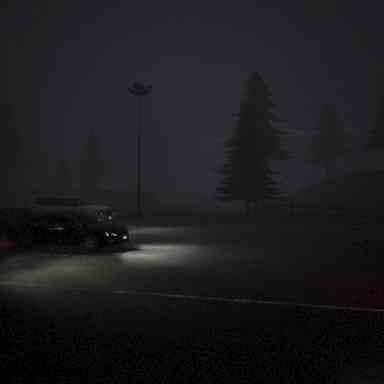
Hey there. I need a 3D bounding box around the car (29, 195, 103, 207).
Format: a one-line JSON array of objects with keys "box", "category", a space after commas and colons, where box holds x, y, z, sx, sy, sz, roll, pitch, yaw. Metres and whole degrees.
[{"box": [-7.801, 1.235, 21.244, 5.566, 2.045, 2.150, 0, 0, 12], "category": "car"}]

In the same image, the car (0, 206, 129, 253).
[{"box": [-4.993, 1.512, 13.506, 4.892, 1.490, 1.837, 0, 0, 12], "category": "car"}]

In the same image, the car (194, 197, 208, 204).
[{"box": [2.494, 1.812, 69.164, 2.033, 1.411, 5.357, 1, 0, -35], "category": "car"}]

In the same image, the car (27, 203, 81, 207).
[{"box": [-8.738, 1.519, 17.862, 4.674, 1.442, 1.812, 0, 0, 12], "category": "car"}]

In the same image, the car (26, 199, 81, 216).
[{"box": [-13.563, 1.501, 32.839, 4.902, 1.511, 2.128, 1, 0, -21], "category": "car"}]
